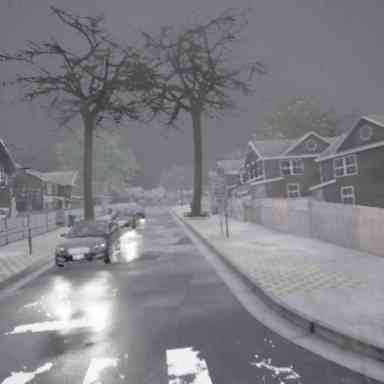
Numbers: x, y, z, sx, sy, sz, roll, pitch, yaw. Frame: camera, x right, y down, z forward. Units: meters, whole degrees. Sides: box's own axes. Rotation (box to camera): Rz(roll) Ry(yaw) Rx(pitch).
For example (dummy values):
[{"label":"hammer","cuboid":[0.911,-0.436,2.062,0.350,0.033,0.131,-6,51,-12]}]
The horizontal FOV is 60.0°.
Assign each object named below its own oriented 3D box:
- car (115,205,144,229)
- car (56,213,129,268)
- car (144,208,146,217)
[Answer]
[{"label":"car","cuboid":[-5.252,2.111,26.191,2.128,1.511,4.902,-4,-1,-6]},{"label":"car","cuboid":[-3.949,1.883,13.263,2.128,1.511,4.902,-4,-1,-6]},{"label":"car","cuboid":[-6.550,2.332,39.381,1.882,1.535,5.008,-4,-1,-6]}]
